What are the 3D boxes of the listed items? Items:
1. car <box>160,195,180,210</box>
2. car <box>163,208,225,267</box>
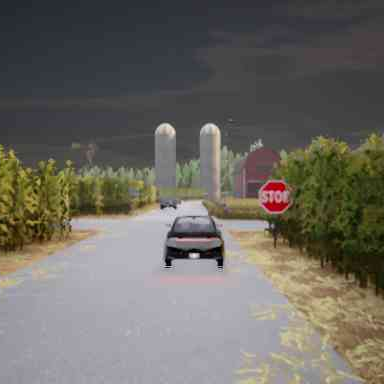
[{"bbox_3d":[-3.191,1.393,45.951,2.150,2.045,5.566,0,0,0],"label":"car"},{"bbox_3d":[0.076,1.557,11.673,2.128,1.511,4.902,0,0,0],"label":"car"}]
